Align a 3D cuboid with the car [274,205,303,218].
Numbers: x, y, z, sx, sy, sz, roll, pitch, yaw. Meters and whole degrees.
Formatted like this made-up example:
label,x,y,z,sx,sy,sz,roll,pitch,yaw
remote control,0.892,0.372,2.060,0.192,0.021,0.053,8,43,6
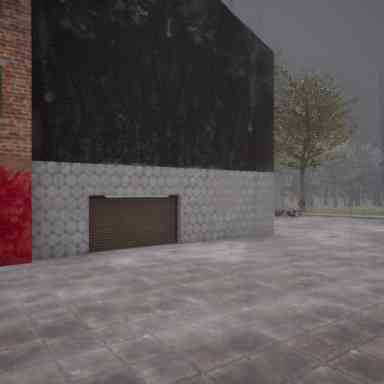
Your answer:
label,x,y,z,sx,sy,sz,roll,pitch,yaw
car,8.529,1.909,32.812,1.895,1.301,4.718,0,-1,-35
